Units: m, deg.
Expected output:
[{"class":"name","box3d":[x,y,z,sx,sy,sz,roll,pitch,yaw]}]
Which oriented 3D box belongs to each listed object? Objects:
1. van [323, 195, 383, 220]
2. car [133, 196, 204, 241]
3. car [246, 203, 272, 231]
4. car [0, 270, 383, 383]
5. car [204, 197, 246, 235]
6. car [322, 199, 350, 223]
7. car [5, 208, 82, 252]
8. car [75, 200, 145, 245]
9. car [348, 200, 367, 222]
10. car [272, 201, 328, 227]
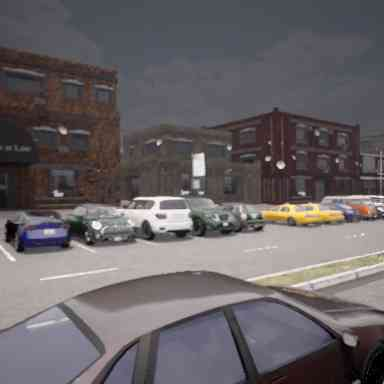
[{"class":"van","box3d":[13.533,1.383,28.671,1.878,1.987,4.442,0,0,-36]},{"class":"car","box3d":[-2.185,1.270,17.461,2.435,2.045,5.566,0,0,-36]},{"class":"car","box3d":[2.315,1.425,20.648,2.185,1.767,4.553,0,0,-36]},{"class":"car","box3d":[0.064,1.551,3.187,5.357,1.411,2.033,0,0,-36]},{"class":"car","box3d":[0.081,1.285,19.033,2.435,2.045,5.566,0,0,-36]},{"class":"car","box3d":[8.889,1.588,25.679,1.946,1.575,5.366,0,0,-36]},{"class":"car","box3d":[-6.650,1.528,14.226,2.163,1.488,4.792,0,0,-36]},{"class":"car","box3d":[-4.418,1.382,15.846,2.185,1.767,4.553,0,0,-36]},{"class":"car","box3d":[11.232,1.641,27.144,2.002,1.452,4.674,0,0,-36]},{"class":"car","box3d":[6.655,1.575,24.060,1.946,1.575,5.366,0,0,-36]}]
